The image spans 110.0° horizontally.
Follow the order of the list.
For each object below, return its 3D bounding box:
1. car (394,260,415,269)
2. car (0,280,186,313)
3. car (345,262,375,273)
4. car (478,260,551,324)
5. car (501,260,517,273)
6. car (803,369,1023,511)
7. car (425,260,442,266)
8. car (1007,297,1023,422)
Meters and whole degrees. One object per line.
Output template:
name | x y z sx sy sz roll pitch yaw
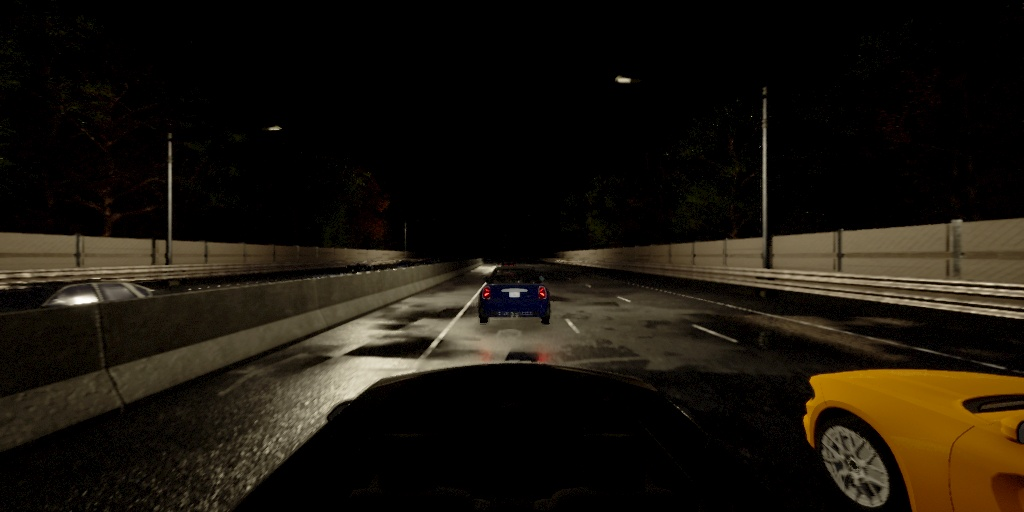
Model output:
car | -14.723 1.290 49.469 1.812 1.442 4.674 0 0 -1
car | -10.618 1.302 8.441 2.033 1.411 5.357 0 0 0
car | -18.071 1.364 42.828 1.895 1.301 4.718 0 0 -1
car | 0.059 1.106 12.193 2.097 1.767 4.553 0 0 0
car | -0.417 1.270 44.233 1.837 1.490 4.892 0 0 -1
car | 3.592 1.226 1.204 1.882 1.535 5.008 0 0 0
car | -11.277 1.258 51.673 2.128 1.511 4.902 0 0 -1
car | 7.092 1.253 2.025 1.837 1.490 4.892 0 0 0
